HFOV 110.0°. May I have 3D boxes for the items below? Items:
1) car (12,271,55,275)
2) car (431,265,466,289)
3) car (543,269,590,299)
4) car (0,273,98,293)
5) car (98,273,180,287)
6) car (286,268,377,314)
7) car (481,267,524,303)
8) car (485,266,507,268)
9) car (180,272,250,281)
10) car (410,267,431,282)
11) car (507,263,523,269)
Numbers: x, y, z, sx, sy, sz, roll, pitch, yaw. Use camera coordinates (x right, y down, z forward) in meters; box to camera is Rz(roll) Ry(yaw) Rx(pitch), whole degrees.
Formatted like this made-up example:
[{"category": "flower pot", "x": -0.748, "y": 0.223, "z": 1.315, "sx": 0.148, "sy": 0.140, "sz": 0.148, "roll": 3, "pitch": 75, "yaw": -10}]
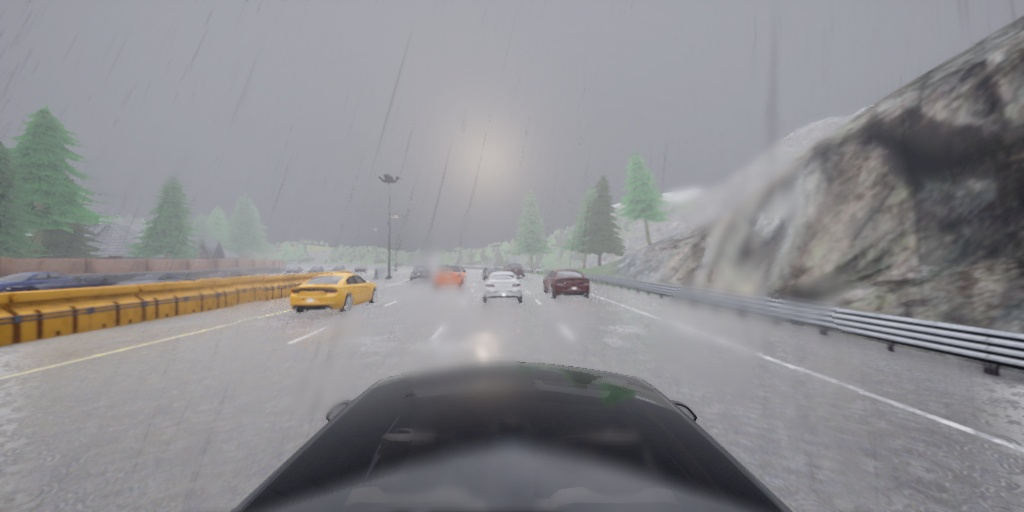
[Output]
[{"category": "car", "x": -28.920, "y": 1.705, "z": 21.517, "sx": 1.882, "sy": 1.535, "sz": 5.008, "roll": 0, "pitch": -1, "yaw": -4}, {"category": "car", "x": -4.594, "y": 1.488, "z": 27.197, "sx": 2.097, "sy": 1.767, "sz": 4.553, "roll": 0, "pitch": -1, "yaw": -5}, {"category": "car", "x": 2.923, "y": 1.462, "z": 20.051, "sx": 1.882, "sy": 1.535, "sz": 5.008, "roll": 0, "pitch": -1, "yaw": -3}, {"category": "car", "x": -25.326, "y": 1.791, "z": 20.646, "sx": 1.895, "sy": 1.301, "sz": 4.718, "roll": 0, "pitch": -1, "yaw": -3}, {"category": "car", "x": -21.943, "y": 1.750, "z": 22.014, "sx": 1.994, "sy": 1.385, "sz": 4.181, "roll": 0, "pitch": -1, "yaw": -4}, {"category": "car", "x": -7.355, "y": 1.469, "z": 15.354, "sx": 1.882, "sy": 1.535, "sz": 5.008, "roll": 0, "pitch": -1, "yaw": -2}, {"category": "car", "x": -0.497, "y": 1.512, "z": 18.440, "sx": 1.812, "sy": 1.442, "sz": 4.674, "roll": 0, "pitch": -1, "yaw": -3}, {"category": "car", "x": -2.099, "y": 1.797, "z": 36.543, "sx": 2.033, "sy": 1.411, "sz": 5.357, "roll": 0, "pitch": -1, "yaw": -8}, {"category": "car", "x": -18.520, "y": 1.742, "z": 23.195, "sx": 1.994, "sy": 1.385, "sz": 4.181, "roll": 0, "pitch": -1, "yaw": -4}, {"category": "car", "x": -9.148, "y": 1.844, "z": 36.398, "sx": 2.033, "sy": 1.411, "sz": 5.357, "roll": 0, "pitch": -1, "yaw": -9}, {"category": "car", "x": 0.093, "y": 1.695, "z": 44.403, "sx": 2.097, "sy": 1.767, "sz": 4.553, "roll": 0, "pitch": -1, "yaw": -10}]
